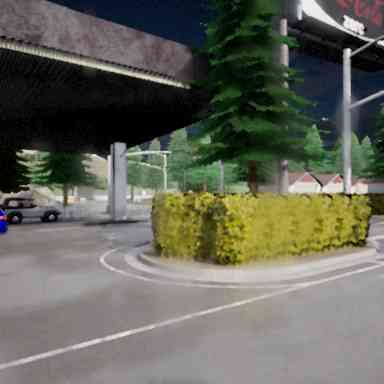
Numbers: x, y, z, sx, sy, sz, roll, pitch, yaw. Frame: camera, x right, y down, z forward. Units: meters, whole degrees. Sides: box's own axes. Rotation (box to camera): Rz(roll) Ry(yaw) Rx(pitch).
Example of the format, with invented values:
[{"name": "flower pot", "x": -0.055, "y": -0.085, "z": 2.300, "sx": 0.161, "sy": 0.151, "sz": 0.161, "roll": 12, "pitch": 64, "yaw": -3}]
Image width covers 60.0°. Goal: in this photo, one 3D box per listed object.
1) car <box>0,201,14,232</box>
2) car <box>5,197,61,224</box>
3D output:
[{"name": "car", "x": -11.805, "y": 1.479, "z": 16.610, "sx": 4.611, "sy": 1.667, "sz": 2.242, "roll": 0, "pitch": 0, "yaw": -36}, {"name": "car", "x": -11.598, "y": 1.304, "z": 23.739, "sx": 3.866, "sy": 1.878, "sz": 1.905, "roll": 0, "pitch": 0, "yaw": -36}]
